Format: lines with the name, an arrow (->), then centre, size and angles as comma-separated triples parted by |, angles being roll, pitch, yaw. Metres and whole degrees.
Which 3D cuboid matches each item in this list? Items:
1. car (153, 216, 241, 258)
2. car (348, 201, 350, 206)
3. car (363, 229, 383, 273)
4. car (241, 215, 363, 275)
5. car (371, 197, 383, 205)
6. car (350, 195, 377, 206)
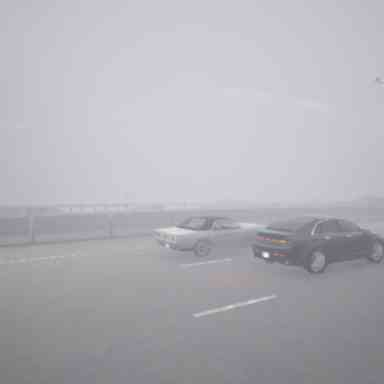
car -> 1.032, 1.570, 12.670 | 4.718, 1.301, 1.895 | 0, 0, -32
car -> 24.612, 1.285, 47.345 | 4.553, 1.767, 2.097 | 0, 0, -19
car -> 6.530, 1.484, 7.817 | 4.902, 1.511, 2.128 | 0, 0, -31
car -> 4.098, 1.486, 10.440 | 4.892, 1.490, 1.837 | 0, 0, -32
car -> 24.276, 1.552, 39.818 | 4.718, 1.301, 1.895 | 0, 0, -20
car -> 23.640, 1.431, 43.292 | 4.902, 1.511, 2.128 | 0, 0, -20
